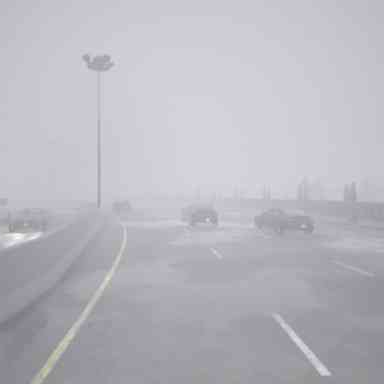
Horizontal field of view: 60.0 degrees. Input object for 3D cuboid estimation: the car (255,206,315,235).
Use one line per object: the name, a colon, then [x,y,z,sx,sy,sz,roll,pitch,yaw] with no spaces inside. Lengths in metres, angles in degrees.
car: [5.101,1.534,18.752,1.812,1.442,4.674,0,0,-11]

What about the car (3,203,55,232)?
car: [-9.755,1.643,20.537,1.994,1.385,4.181,0,0,-14]

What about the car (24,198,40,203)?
car: [-27.878,1.752,57.900,1.812,1.442,4.674,0,0,-38]

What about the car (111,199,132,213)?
car: [-8.273,1.593,38.825,2.128,1.511,4.902,0,0,-23]

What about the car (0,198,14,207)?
car: [-32.798,1.780,58.359,1.994,1.385,4.181,0,0,-40]

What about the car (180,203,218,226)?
car: [0.443,1.542,23.757,1.837,1.490,4.892,0,0,-14]

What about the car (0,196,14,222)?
car: [-13.739,1.320,22.218,2.150,2.045,5.566,0,0,-15]
